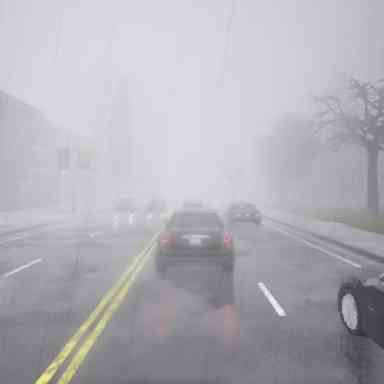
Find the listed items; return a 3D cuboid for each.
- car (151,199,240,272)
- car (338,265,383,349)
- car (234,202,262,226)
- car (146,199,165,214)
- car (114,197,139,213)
[{"bbox_3d":[0.093,1.276,10.613,2.097,1.767,4.553,0,0,0],"label":"car"},{"bbox_3d":[3.313,1.478,3.639,1.837,1.490,4.892,0,1,1],"label":"car"},{"bbox_3d":[3.342,1.409,22.349,2.033,1.411,5.357,0,0,0],"label":"car"},{"bbox_3d":[-3.342,1.361,33.195,2.033,1.411,5.357,0,0,0],"label":"car"},{"bbox_3d":[-6.588,1.317,33.845,1.837,1.490,4.892,0,0,0],"label":"car"}]
